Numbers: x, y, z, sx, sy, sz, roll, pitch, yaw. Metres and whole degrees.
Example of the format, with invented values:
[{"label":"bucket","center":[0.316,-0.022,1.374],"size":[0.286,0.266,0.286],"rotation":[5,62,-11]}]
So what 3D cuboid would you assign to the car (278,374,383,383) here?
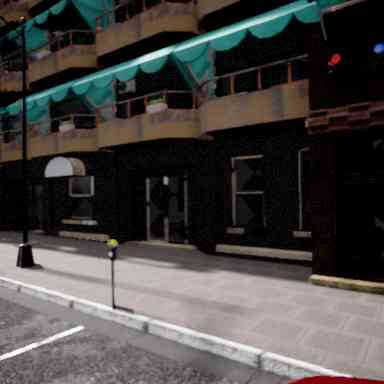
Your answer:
[{"label":"car","center":[2.100,1.570,1.231],"size":[4.206,1.307,1.802],"rotation":[-1,-1,36]}]
